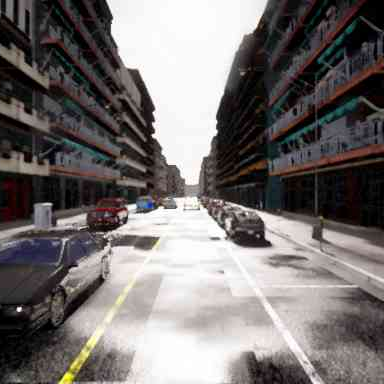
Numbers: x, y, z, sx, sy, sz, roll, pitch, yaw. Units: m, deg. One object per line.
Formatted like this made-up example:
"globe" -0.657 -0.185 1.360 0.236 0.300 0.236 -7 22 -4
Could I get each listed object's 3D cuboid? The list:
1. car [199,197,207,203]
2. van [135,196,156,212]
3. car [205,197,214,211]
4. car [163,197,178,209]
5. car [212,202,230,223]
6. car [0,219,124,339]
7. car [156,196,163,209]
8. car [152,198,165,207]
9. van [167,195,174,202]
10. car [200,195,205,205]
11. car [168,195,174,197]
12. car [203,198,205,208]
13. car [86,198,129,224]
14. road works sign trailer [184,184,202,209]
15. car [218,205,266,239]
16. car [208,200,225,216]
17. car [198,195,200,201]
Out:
"car" 2.644 1.856 79.861 1.752 1.417 4.829 0 0 0
"van" -5.713 1.467 40.078 1.690 1.788 3.998 0 0 0
"car" 2.671 1.546 34.397 1.967 1.590 4.097 0 0 0
"car" -3.106 1.765 48.338 1.895 1.301 4.718 0 0 0
"car" 2.677 1.621 23.074 2.008 1.369 4.403 0 0 0
"car" -3.106 1.570 7.157 2.033 1.411 5.357 0 0 0
"car" -5.717 1.467 45.738 2.192 1.841 5.009 0 0 0
"car" -5.723 1.753 57.061 1.887 1.381 4.507 0 0 0
"van" -5.743 1.742 91.033 1.690 1.788 3.998 0 0 0
"car" 2.660 1.619 51.380 1.967 1.590 4.097 0 0 0
"car" -5.736 1.854 79.539 1.752 1.417 4.829 0 0 0
"car" 2.667 1.708 40.060 1.802 1.307 4.206 0 0 0
"car" -5.704 1.385 23.091 2.192 1.841 5.009 0 0 0
"road works sign trailer" -0.026 0.627 48.010 2.380 3.560 2.880 0 0 0
"car" 2.680 1.604 17.412 2.008 1.369 4.403 0 0 0
"car" 2.674 1.631 28.737 1.887 1.381 4.507 0 0 0
"car" 2.651 1.812 68.367 1.887 1.381 4.507 0 0 0
